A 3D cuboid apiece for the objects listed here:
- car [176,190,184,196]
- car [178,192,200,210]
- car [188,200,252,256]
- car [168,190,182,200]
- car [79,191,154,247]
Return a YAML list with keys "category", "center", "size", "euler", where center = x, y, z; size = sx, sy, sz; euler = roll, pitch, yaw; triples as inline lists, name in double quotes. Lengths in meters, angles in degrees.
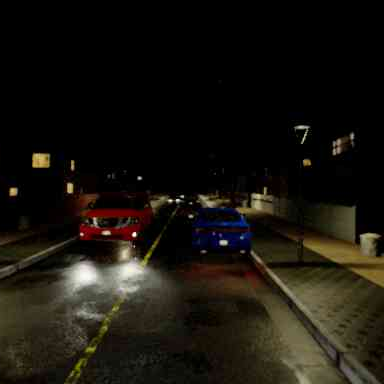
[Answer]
- category: "car"
  center: [-3.154, 0.214, 87.192]
  size: [1.895, 1.301, 4.718]
  euler: [0, 1, 0]
- category: "car"
  center: [-0.111, 1.009, 33.538]
  size: [1.994, 1.385, 4.181]
  euler: [0, 1, 0]
- category: "car"
  center: [0.908, 1.273, 12.133]
  size: [1.882, 1.535, 5.008]
  euler: [0, 1, 0]
- category: "car"
  center: [-3.064, 0.603, 57.662]
  size: [2.033, 1.411, 5.357]
  euler: [0, 1, 0]
- category: "car"
  center: [-2.915, 0.985, 14.050]
  size: [2.150, 2.045, 5.566]
  euler: [0, 1, 0]
